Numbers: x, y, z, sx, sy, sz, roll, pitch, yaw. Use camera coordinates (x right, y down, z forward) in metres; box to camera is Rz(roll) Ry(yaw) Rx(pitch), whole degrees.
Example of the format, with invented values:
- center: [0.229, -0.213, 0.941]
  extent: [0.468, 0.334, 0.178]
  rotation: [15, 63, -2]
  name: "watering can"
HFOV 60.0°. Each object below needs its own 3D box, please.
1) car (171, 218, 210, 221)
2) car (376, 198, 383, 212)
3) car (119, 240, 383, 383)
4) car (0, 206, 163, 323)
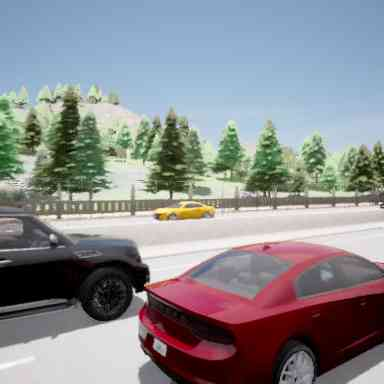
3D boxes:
- center: [-0.570, 1.473, 25.090]
  extent: [5.008, 1.535, 1.882]
  rotation: [0, 0, -36]
  name: "car"
- center: [23.133, 1.480, 37.736]
  extent: [4.902, 1.511, 2.128]
  rotation: [0, 0, -36]
  name: "car"
- center: [1.679, 1.476, 4.947]
  extent: [5.008, 1.535, 1.882]
  rotation: [0, 0, -36]
  name: "car"
- center: [-3.456, 1.221, 5.581]
  extent: [5.566, 2.045, 2.150]
  rotation: [0, 0, -36]
  name: "car"
